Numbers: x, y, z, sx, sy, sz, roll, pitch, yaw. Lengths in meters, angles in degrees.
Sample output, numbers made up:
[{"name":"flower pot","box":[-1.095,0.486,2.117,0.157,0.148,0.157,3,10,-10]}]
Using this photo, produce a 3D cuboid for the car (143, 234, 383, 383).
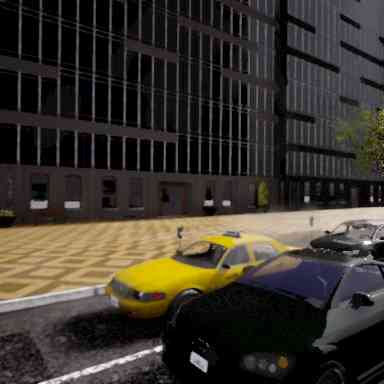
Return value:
[{"name":"car","box":[1.693,1.567,4.587,4.181,1.385,1.994,0,0,-35]}]

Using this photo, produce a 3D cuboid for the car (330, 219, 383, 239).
[{"name":"car","box":[5.396,1.557,10.397,4.403,1.369,2.008,0,1,-35]}]

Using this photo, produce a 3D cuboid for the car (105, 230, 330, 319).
[{"name":"car","box":[0.660,1.529,7.019,4.829,1.417,1.752,0,1,-35]}]
